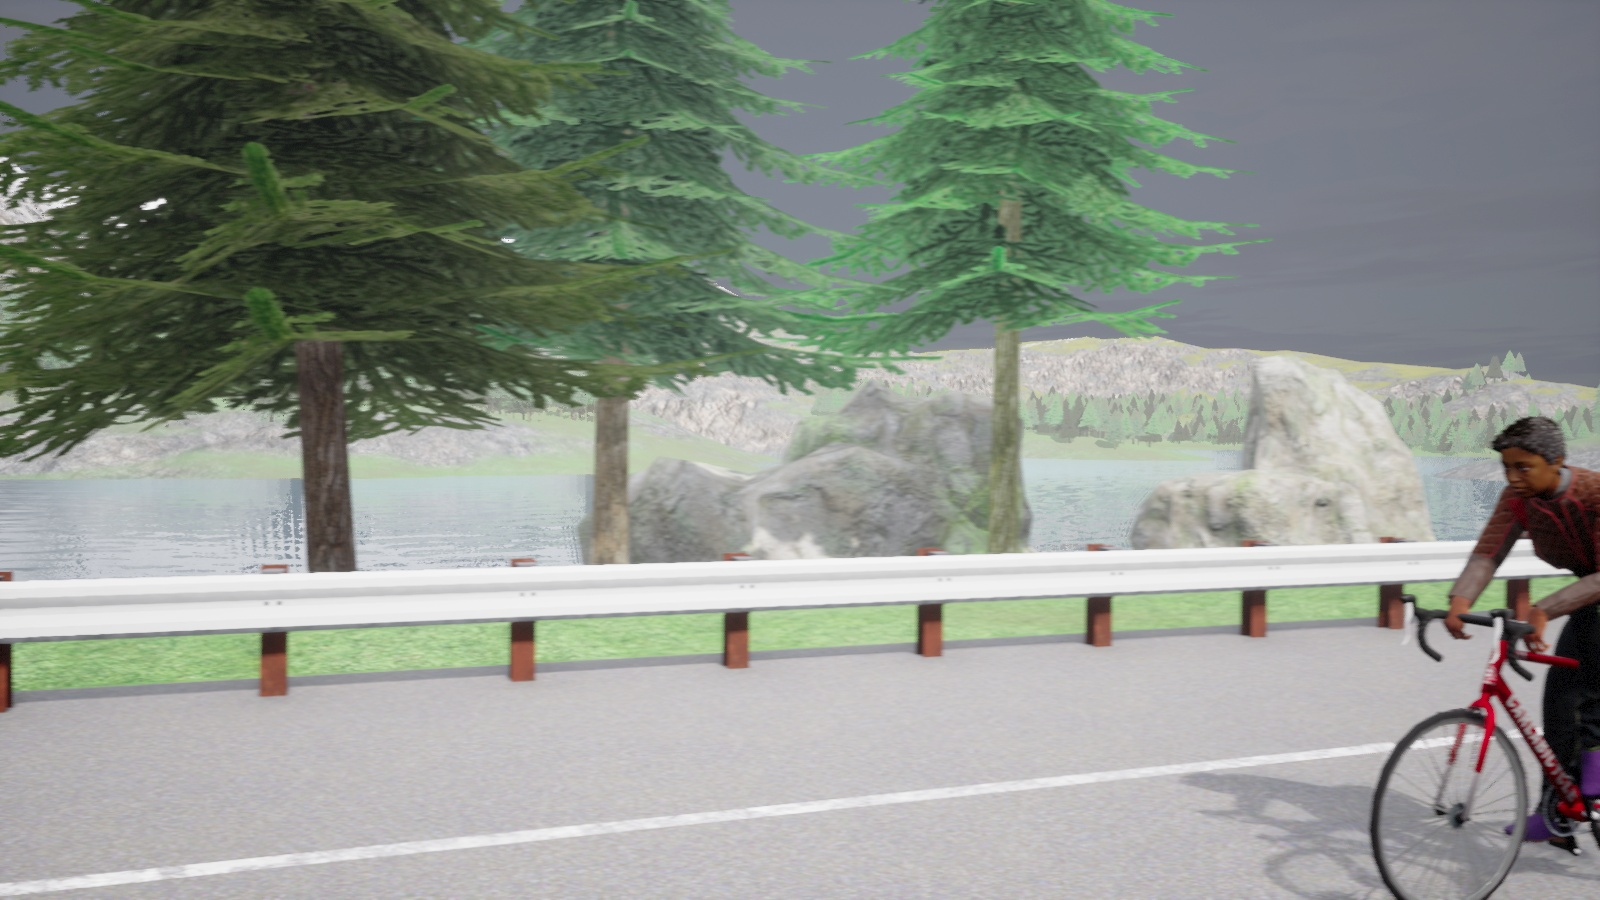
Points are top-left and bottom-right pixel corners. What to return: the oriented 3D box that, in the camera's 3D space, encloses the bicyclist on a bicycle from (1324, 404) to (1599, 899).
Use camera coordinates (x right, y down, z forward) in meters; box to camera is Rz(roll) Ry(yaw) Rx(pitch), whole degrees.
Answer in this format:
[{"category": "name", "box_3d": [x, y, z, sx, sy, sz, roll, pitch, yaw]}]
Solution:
[{"category": "bicyclist on a bicycle", "box_3d": [2.651, 0.658, 4.257, 1.656, 1.620, 0.582, -1, 1, -21]}]
